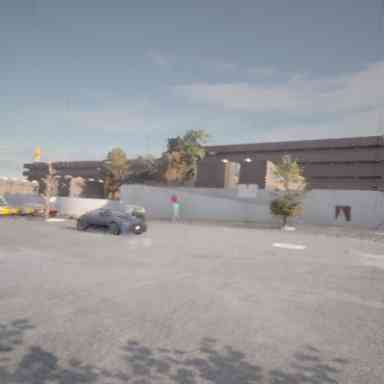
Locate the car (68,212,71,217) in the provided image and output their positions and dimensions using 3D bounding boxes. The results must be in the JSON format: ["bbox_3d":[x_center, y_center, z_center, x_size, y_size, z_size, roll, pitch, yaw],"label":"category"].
[{"bbox_3d":[-14.820,2.960,45.558,1.946,1.575,5.366,2,-5,13],"label":"car"}]

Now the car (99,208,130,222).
[{"bbox_3d":[-9.800,2.973,42.477,2.002,1.452,4.674,1,-5,13],"label":"car"}]

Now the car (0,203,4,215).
[{"bbox_3d":[-32.235,3.154,57.137,2.097,1.535,5.008,2,-5,13],"label":"car"}]

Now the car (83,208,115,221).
[{"bbox_3d":[-12.286,2.997,44.109,2.002,1.452,4.674,2,-5,13],"label":"car"}]

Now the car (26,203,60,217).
[{"bbox_3d":[-22.248,2.932,50.664,2.185,1.767,4.553,2,-5,13],"label":"car"}]

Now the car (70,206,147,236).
[{"bbox_3d":[-4.553,1.640,18.877,4.181,1.385,1.994,3,-3,33],"label":"car"}]

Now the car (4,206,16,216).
[{"bbox_3d":[-27.214,3.117,54.060,1.946,1.575,5.366,1,-5,13],"label":"car"}]

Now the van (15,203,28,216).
[{"bbox_3d":[-24.768,2.842,52.157,1.878,1.987,4.442,2,-5,13],"label":"van"}]

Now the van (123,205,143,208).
[{"bbox_3d":[-7.312,2.673,40.760,1.878,1.987,4.442,2,-5,13],"label":"van"}]

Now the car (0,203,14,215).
[{"bbox_3d":[-34.718,2.936,58.811,2.435,2.045,5.566,1,-5,13],"label":"car"}]
